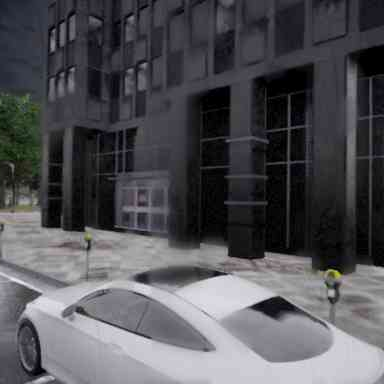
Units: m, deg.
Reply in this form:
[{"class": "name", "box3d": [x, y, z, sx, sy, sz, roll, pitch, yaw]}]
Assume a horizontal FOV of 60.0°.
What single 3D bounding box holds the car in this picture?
[{"class": "car", "box3d": [-0.323, 1.604, 3.822, 4.674, 1.442, 1.812, 0, -2, 42]}]
